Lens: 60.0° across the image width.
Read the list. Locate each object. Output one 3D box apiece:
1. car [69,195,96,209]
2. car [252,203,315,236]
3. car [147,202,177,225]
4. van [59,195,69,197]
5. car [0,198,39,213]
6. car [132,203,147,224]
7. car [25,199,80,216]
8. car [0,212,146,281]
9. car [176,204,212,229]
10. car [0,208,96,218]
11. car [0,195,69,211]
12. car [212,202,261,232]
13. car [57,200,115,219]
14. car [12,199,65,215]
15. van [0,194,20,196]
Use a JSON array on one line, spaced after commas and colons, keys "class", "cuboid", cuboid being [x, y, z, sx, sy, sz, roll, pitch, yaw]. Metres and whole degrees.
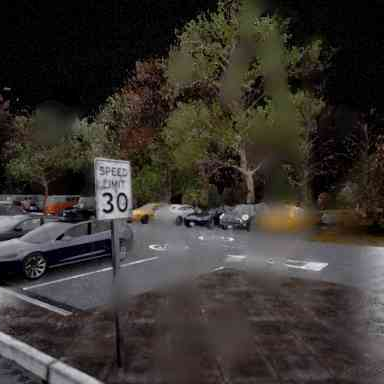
[{"class": "car", "cuboid": [-7.526, 1.300, 29.524, 2.435, 2.045, 5.566, 0, 0, 36]}, {"class": "car", "cuboid": [5.807, 1.606, 19.811, 2.097, 1.535, 5.008, 0, 0, 36]}, {"class": "car", "cuboid": [-0.819, 1.619, 24.620, 2.002, 1.452, 4.674, 0, 0, 36]}, {"class": "van", "cuboid": [-12.059, 1.309, 32.921, 1.878, 1.987, 4.442, 0, 0, 36]}, {"class": "car", "cuboid": [-20.987, 1.554, 39.260, 2.097, 1.535, 5.008, 0, 0, 36]}, {"class": "car", "cuboid": [-3.169, 1.567, 26.099, 1.946, 1.575, 5.366, 0, 0, 36]}, {"class": "car", "cuboid": [-14.354, 1.561, 34.477, 2.163, 1.488, 4.792, 0, 0, 36]}, {"class": "car", "cuboid": [-4.031, 1.635, 10.758, 2.163, 1.488, 4.792, 0, 0, 36]}, {"class": "car", "cuboid": [1.407, 1.618, 22.972, 2.163, 1.488, 4.792, 0, 0, 36]}, {"class": "car", "cuboid": [-6.258, 1.596, 12.416, 2.097, 1.535, 5.008, 0, 0, 36]}, {"class": "car", "cuboid": [-8.490, 1.335, 14.065, 2.435, 2.045, 5.566, 0, 0, 36]}, {"class": "car", "cuboid": [3.585, 1.471, 21.467, 2.185, 1.767, 4.553, 0, 0, 36]}, {"class": "car", "cuboid": [-9.802, 1.571, 31.105, 2.163, 1.488, 4.792, 0, 0, 36]}, {"class": "car", "cuboid": [-16.491, 1.563, 36.027, 2.163, 1.488, 4.792, 0, 0, 36]}, {"class": "van", "cuboid": [-18.800, 1.317, 37.532, 1.878, 1.987, 4.442, 0, 0, 36]}]
